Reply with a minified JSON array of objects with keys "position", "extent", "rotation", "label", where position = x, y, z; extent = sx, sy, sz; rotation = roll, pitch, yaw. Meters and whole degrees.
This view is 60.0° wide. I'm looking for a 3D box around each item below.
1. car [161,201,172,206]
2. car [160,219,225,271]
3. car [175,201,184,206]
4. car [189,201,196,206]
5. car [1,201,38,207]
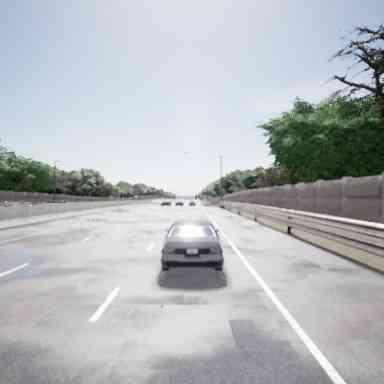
[{"position":[-6.940,3.015,86.623],"extent":[1.837,1.490,4.892],"rotation":[0,-2,0],"label":"car"},{"position":[0.008,1.598,11.095],"extent":[2.033,1.411,5.357],"rotation":[0,0,0],"label":"car"},{"position":[-3.440,3.058,87.036],"extent":[1.812,1.442,4.674],"rotation":[0,-2,0],"label":"car"},{"position":[0.060,3.130,87.061],"extent":[1.895,1.301,4.718],"rotation":[0,-2,0],"label":"car"},{"position":[-17.480,1.872,35.279],"extent":[2.033,1.411,5.357],"rotation":[0,-1,0],"label":"car"}]
